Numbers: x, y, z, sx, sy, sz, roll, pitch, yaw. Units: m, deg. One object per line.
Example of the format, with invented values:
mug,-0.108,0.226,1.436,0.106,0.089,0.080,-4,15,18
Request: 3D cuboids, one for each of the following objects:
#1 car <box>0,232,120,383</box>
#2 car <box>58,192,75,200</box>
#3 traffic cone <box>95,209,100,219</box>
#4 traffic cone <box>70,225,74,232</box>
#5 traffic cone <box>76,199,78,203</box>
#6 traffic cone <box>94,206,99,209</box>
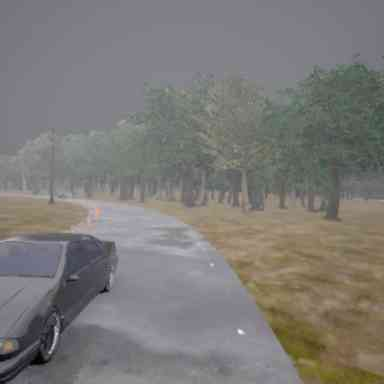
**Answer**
car,-2.690,1.480,5.982,2.033,1.411,5.357,1,0,1
car,-24.289,0.673,64.377,2.128,1.511,4.902,1,0,-44
traffic cone,-7.169,1.752,24.926,0.340,0.580,0.340,1,0,-13
traffic cone,-5.526,1.810,15.352,0.340,0.580,0.340,1,0,-7
traffic cone,-17.890,1.393,51.909,0.340,0.580,0.340,1,0,-31
traffic cone,-8.361,1.716,29.636,0.340,0.580,0.340,1,0,-16
